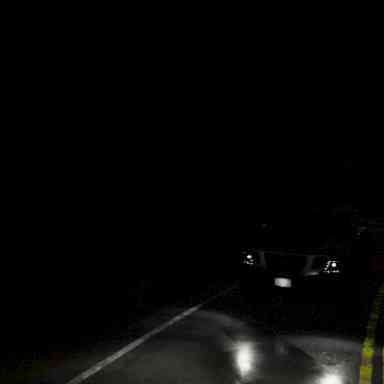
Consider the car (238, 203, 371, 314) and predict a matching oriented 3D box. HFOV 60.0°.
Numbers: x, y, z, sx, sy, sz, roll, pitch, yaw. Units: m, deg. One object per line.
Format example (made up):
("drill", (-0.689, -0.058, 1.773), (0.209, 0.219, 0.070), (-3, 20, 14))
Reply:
("car", (3.138, 1.319, 8.385), (2.150, 2.045, 5.566), (-1, -1, 33))
